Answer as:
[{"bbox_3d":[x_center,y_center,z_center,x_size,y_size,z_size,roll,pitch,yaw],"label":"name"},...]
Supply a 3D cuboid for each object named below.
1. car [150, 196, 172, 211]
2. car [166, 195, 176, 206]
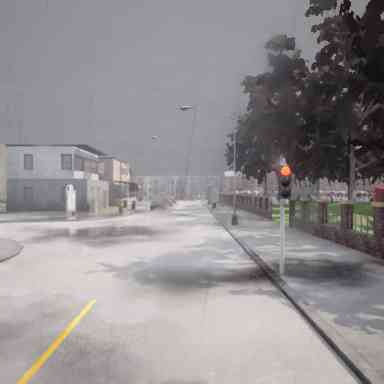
[{"bbox_3d":[-4.092,1.546,41.965,2.033,1.411,5.357,0,0,0],"label":"car"},{"bbox_3d":[-4.083,1.351,52.067,2.097,1.767,4.553,0,0,0],"label":"car"}]
